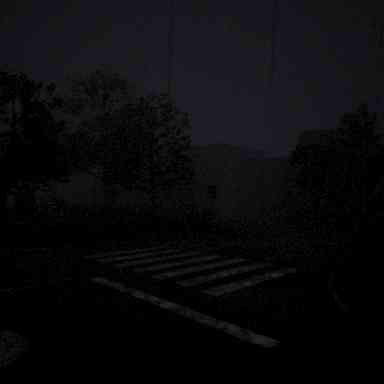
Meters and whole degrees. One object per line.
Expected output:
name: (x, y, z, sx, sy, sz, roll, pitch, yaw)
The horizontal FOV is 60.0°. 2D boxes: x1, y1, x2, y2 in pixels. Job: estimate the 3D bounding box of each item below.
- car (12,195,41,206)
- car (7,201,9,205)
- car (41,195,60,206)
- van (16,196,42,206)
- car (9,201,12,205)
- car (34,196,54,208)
car: (-29.175, 1.562, 58.513, 5.566, 2.045, 2.150, -1, -1, 45)
car: (-37.133, 2.219, 72.206, 1.946, 1.575, 5.366, -3, -2, 45)
car: (-28.678, 1.650, 63.496, 2.435, 2.045, 5.566, -2, -2, 45)
van: (-33.131, 1.822, 67.797, 1.878, 1.987, 4.442, -2, -2, 45)
car: (-35.221, 2.005, 69.998, 2.185, 1.767, 4.553, -3, -2, 45)
car: (-22.595, 1.722, 50.491, 1.812, 1.442, 4.674, 0, -1, -28)
